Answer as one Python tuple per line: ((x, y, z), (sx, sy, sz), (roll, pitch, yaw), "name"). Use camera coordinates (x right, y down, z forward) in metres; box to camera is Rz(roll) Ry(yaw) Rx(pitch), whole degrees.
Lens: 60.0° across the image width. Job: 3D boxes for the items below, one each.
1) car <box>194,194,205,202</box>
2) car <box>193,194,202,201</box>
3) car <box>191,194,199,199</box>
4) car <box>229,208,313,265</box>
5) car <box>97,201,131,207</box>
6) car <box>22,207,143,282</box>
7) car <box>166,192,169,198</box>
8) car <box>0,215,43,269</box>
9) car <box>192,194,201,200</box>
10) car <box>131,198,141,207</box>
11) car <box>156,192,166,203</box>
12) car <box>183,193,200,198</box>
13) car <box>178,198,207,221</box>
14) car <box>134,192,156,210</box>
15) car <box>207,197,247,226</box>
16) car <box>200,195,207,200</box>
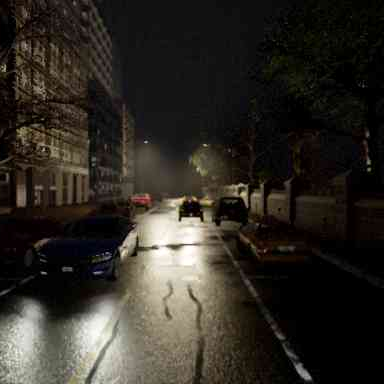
((1.393, 1.214, 66.547), (2.008, 1.369, 4.403), (0, 0, -2), "car")
((1.212, 1.214, 72.094), (1.802, 1.307, 4.206), (0, 0, -2), "car")
((0.667, 1.105, 88.734), (1.947, 1.339, 4.313), (0, 0, -2), "car")
((2.527, 1.472, 11.250), (1.752, 1.417, 4.829), (0, 0, 0), "car")
((-5.595, 1.440, 22.057), (1.887, 1.381, 4.507), (0, 0, -1), "car")
((-2.778, 1.432, 9.871), (1.882, 1.535, 5.008), (0, 0, 0), "car")
((-7.539, 0.824, 94.117), (2.192, 1.841, 5.009), (0, 0, -2), "car")
((-5.497, 1.494, 10.962), (1.887, 1.381, 4.507), (0, 0, 0), "car")
((1.030, 1.167, 77.640), (1.947, 1.339, 4.313), (0, 0, -2), "car")
((-5.671, 1.450, 27.607), (1.802, 1.307, 4.206), (0, 0, -1), "car")
((-6.453, 1.010, 60.886), (2.192, 1.841, 5.009), (0, 0, -2), "car")
((-0.391, 1.271, 42.180), (1.882, 1.535, 5.008), (0, 0, -1), "car")
((-0.088, 1.403, 25.599), (1.812, 1.442, 4.674), (0, 0, -1), "car")
((-5.866, 1.128, 38.698), (2.192, 1.841, 5.009), (0, 0, -1), "car")
((2.429, 1.209, 22.176), (2.192, 1.841, 5.009), (0, 0, -1), "car")
((2.032, 1.307, 44.534), (1.752, 1.417, 4.829), (0, 0, -1), "car")
